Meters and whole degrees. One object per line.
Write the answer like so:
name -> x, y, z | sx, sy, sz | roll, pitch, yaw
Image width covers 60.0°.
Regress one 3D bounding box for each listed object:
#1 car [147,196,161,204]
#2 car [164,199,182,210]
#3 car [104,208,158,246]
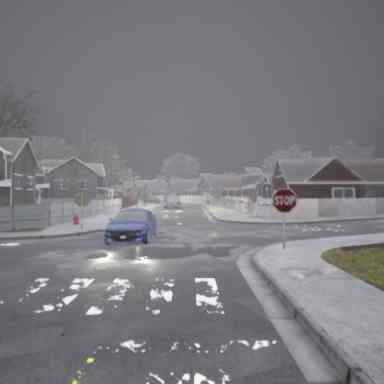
car -> -7.781, 1.583, 66.988 | 1.837, 1.490, 4.892 | 0, 1, -23
car -> -2.353, 1.579, 42.370 | 1.812, 1.442, 4.674 | 0, 1, 6
car -> -2.763, 1.550, 15.822 | 1.882, 1.535, 5.008 | -1, 0, 0
